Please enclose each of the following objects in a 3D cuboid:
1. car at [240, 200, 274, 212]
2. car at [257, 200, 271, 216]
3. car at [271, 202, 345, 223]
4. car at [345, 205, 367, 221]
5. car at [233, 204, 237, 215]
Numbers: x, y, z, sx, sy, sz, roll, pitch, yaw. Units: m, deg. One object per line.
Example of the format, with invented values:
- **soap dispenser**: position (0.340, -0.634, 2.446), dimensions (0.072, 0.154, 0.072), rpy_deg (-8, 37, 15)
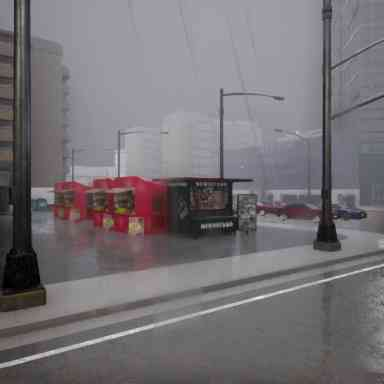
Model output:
- **car**: position (8.785, 1.833, 45.344), dimensions (1.812, 1.442, 4.674), rpy_deg (0, -1, -36)
- **car**: position (6.940, 1.688, 35.615), dimensions (1.882, 1.535, 5.008), rpy_deg (0, -1, -36)
- **car**: position (9.126, 1.586, 26.605), dimensions (1.882, 1.535, 5.008), rpy_deg (0, -1, -37)
- **car**: position (12.406, 1.668, 28.068), dimensions (1.994, 1.385, 4.181), rpy_deg (0, -1, -36)
- **car**: position (3.512, 1.750, 34.386), dimensions (1.812, 1.442, 4.674), rpy_deg (0, -1, -36)
